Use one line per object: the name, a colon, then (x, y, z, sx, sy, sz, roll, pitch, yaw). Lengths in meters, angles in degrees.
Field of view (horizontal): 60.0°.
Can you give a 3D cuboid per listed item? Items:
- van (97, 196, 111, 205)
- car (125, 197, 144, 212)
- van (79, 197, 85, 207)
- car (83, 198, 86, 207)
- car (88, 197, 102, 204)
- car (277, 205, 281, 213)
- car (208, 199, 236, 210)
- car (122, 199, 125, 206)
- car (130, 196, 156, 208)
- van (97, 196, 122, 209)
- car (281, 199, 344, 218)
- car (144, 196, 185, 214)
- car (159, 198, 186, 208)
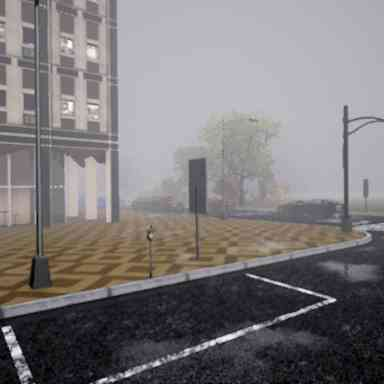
van: (-19.206, 1.778, 72.386, 1.690, 1.788, 3.998, -2, 0, -36)
car: (-6.011, 1.692, 40.696, 1.947, 1.339, 4.313, -2, 0, -36)
van: (-19.004, 1.737, 58.686, 1.690, 1.788, 3.998, -2, 0, -36)
car: (-15.741, 1.910, 54.196, 1.802, 1.307, 4.206, -2, 0, -36)
car: (-22.456, 1.944, 76.872, 1.967, 1.590, 4.097, -2, 0, -36)
car: (10.182, 1.409, 32.093, 1.802, 1.307, 4.206, -2, 0, -36)
car: (3.645, 1.544, 41.044, 1.802, 1.307, 4.206, -2, 0, -36)
car: (-13.836, 1.791, 60.635, 1.882, 1.535, 5.008, -1, 0, -36)
car: (-7.767, 1.539, 52.354, 2.097, 1.767, 4.553, -1, 0, -36)
van: (-12.491, 1.602, 49.704, 1.690, 1.788, 3.998, -2, 0, -36)
car: (10.253, 1.306, 27.418, 2.128, 1.511, 4.902, -1, 0, -36)
car: (-2.798, 1.374, 36.177, 2.192, 1.841, 5.009, -2, 0, -36)
car: (-2.936, 1.649, 49.961, 2.008, 1.369, 4.403, -2, 0, -36)
